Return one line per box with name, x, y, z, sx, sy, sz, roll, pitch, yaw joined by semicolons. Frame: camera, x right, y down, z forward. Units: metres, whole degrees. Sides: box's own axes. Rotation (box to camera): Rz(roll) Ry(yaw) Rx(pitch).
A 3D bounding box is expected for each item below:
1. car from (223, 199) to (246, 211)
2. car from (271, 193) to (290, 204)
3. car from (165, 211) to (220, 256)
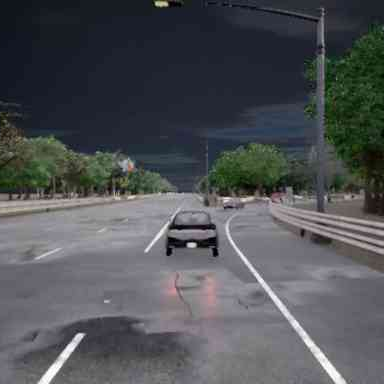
car;5.401;1.557;42.076;2.033;1.411;5.357;0;0;21
car;16.972;1.229;63.339;2.150;2.045;5.566;0;0;37
car;0.060;1.495;13.139;2.128;1.511;4.902;0;0;2
